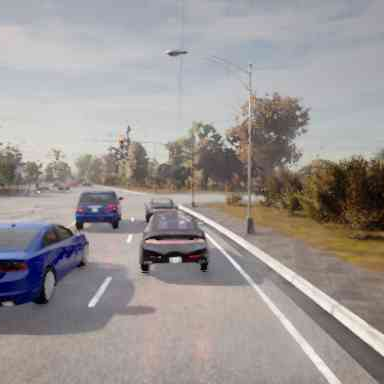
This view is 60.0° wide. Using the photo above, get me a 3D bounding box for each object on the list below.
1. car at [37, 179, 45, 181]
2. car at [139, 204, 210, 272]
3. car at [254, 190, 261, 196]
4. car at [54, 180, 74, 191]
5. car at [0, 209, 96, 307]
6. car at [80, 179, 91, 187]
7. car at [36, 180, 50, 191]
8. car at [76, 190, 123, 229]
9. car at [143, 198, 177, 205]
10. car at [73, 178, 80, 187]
[{"bbox_3d":[-34.325,-1.979,75.809,2.150,2.045,5.566,-1,3,-26],"label":"car"},{"bbox_3d":[-0.597,1.388,10.487,2.128,1.511,4.902,0,1,-5],"label":"car"},{"bbox_3d":[11.752,-0.021,53.551,4.718,1.301,1.895,1,2,-22],"label":"car"},{"bbox_3d":[-24.140,-1.053,62.630,2.128,1.511,4.902,-1,3,-25],"label":"car"},{"bbox_3d":[-3.873,1.429,7.958,1.882,1.535,5.008,0,1,-4],"label":"car"},{"bbox_3d":[-26.989,-2.072,84.803,1.895,1.301,4.718,-1,3,-26],"label":"car"},{"bbox_3d":[-27.332,-0.951,61.194,1.812,1.442,4.674,-1,3,-25],"label":"car"},{"bbox_3d":[-5.241,0.886,19.183,2.150,2.045,5.566,-1,2,-9],"label":"car"},{"bbox_3d":[-1.933,1.097,20.469,2.128,1.511,4.902,-1,2,-9],"label":"car"},{"bbox_3d":[-30.119,-2.228,83.224,2.097,1.767,4.553,-1,3,-26],"label":"car"}]
